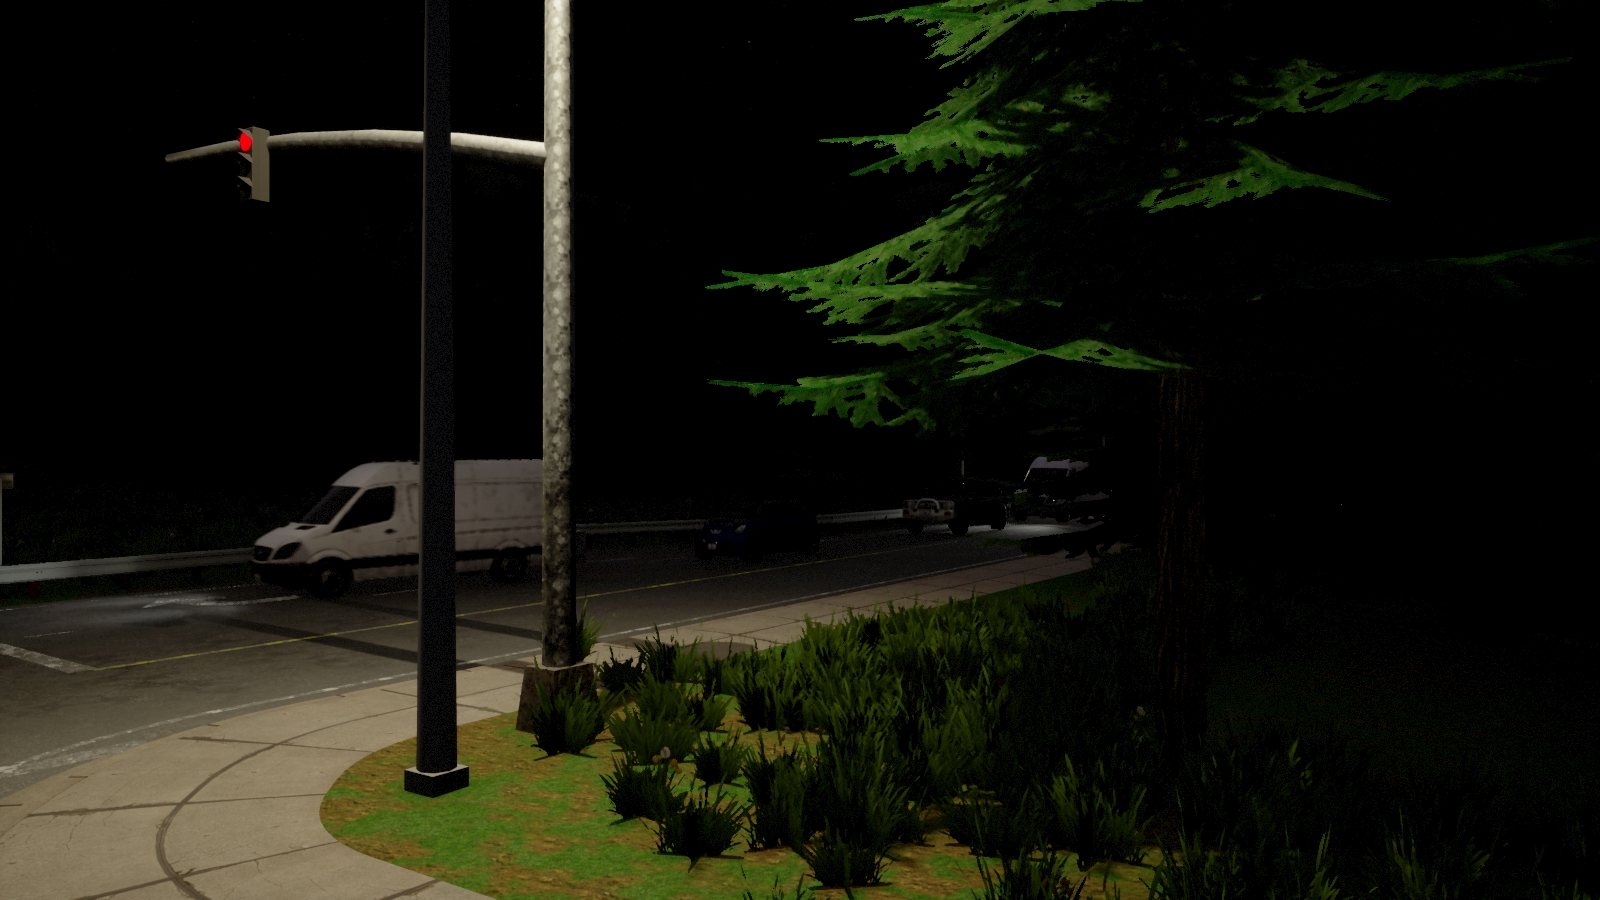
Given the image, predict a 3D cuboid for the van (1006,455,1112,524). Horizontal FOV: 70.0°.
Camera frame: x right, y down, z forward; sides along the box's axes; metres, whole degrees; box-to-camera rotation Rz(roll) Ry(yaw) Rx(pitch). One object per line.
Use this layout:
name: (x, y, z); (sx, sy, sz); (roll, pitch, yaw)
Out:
van: (10.445, 1.497, 45.649); (1.988, 2.561, 5.915); (0, 0, 36)

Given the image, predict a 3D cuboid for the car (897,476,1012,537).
car: (5.257, 1.828, 38.297); (1.932, 1.855, 4.605); (0, -1, 35)

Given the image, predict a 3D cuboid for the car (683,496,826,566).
car: (-1.097, 2.001, 29.031); (1.845, 1.501, 3.633); (0, 0, 34)

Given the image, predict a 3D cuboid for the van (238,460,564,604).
van: (-7.920, 1.495, 23.182); (5.915, 2.561, 1.988); (0, -1, -42)
